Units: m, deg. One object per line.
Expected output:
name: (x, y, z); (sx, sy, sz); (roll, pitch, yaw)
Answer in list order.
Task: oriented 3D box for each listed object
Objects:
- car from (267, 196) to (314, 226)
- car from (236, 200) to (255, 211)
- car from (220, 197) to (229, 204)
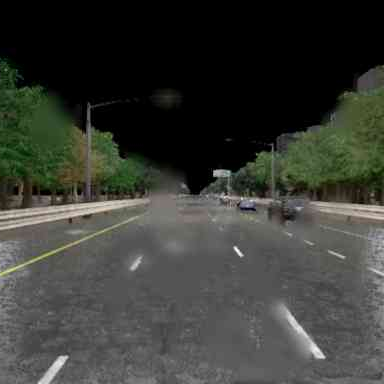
car: (7.034, 1.306, 24.275); (2.150, 2.045, 5.566); (0, 0, 0)
car: (7.113, 1.756, 44.343); (1.994, 1.385, 4.181); (0, 0, 0)
car: (7.313, 1.908, 74.535); (2.033, 1.411, 5.357); (0, 0, 0)
